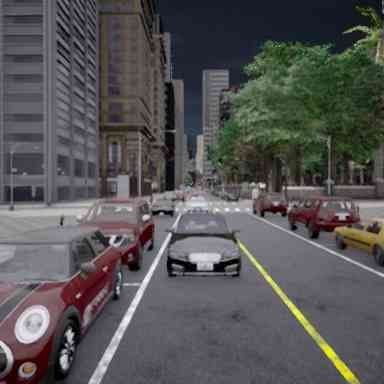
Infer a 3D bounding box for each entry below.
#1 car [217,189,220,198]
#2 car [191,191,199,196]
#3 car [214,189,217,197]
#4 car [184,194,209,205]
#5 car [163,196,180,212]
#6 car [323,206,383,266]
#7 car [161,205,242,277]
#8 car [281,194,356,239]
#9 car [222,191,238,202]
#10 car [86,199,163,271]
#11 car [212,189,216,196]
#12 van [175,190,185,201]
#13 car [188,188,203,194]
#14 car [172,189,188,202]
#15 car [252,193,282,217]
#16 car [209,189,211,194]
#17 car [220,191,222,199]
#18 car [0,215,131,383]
[{"bbox_3d":[6.439,0.600,64.454,1.967,1.590,4.097,0,1,0],"label":"car"},{"bbox_3d":[0.790,0.348,87.859,2.033,1.411,5.357,0,1,0],"label":"car"},{"bbox_3d":[6.492,0.587,75.295,1.802,1.307,4.206,0,1,0],"label":"car"},{"bbox_3d":[0.502,1.159,29.547,1.812,1.442,4.674,0,1,0],"label":"car"},{"bbox_3d":[-2.272,1.231,27.120,1.947,1.339,4.313,0,1,0],"label":"car"},{"bbox_3d":[6.172,1.394,10.770,1.752,1.417,4.829,0,1,0],"label":"car"},{"bbox_3d":[0.307,1.370,9.902,2.128,1.511,4.902,0,1,0],"label":"car"},{"bbox_3d":[6.198,1.119,16.083,2.192,1.841,5.009,0,1,0],"label":"car"},{"bbox_3d":[6.385,0.876,53.616,1.947,1.339,4.313,0,1,0],"label":"car"},{"bbox_3d":[-2.354,1.185,10.654,2.192,1.841,5.009,0,1,0],"label":"car"},{"bbox_3d":[6.519,0.472,80.714,1.887,1.381,4.507,0,1,0],"label":"car"},{"bbox_3d":[-2.113,0.576,59.094,1.690,1.788,3.998,0,1,0],"label":"van"},{"bbox_3d":[0.713,0.404,72.281,2.097,1.767,4.553,0,1,0],"label":"car"},{"bbox_3d":[-2.140,0.624,53.674,2.192,1.841,5.009,0,1,0],"label":"car"},{"bbox_3d":[6.253,0.981,27.057,2.192,1.841,5.009,0,1,0],"label":"car"},{"bbox_3d":[6.573,0.083,91.550,2.192,1.841,5.009,0,1,0],"label":"car"},{"bbox_3d":[6.411,0.817,59.035,1.802,1.307,4.206,0,1,0],"label":"car"},{"bbox_3d":[-2.381,1.376,5.169,1.967,1.590,4.097,0,1,0],"label":"car"}]
